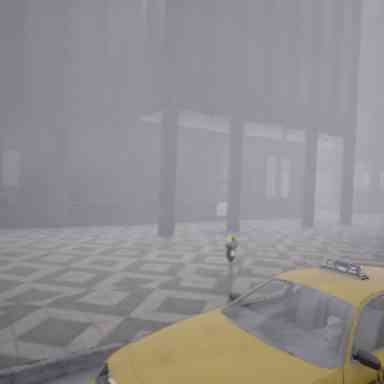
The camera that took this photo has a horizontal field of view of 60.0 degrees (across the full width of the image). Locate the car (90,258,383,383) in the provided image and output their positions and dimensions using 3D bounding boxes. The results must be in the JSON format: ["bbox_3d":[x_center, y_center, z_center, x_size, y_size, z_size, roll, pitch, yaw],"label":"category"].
[{"bbox_3d":[1.425,1.457,3.542,4.829,1.417,1.752,1,2,-33],"label":"car"}]
